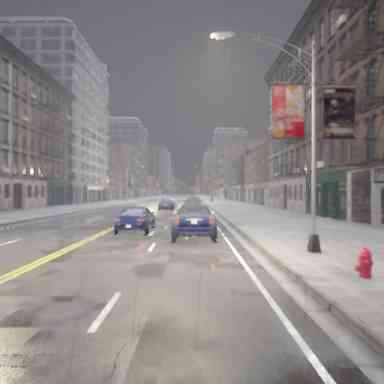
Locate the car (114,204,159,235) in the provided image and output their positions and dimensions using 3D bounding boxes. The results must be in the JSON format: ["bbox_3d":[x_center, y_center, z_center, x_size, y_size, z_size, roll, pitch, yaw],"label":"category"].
[{"bbox_3d":[-3.148,1.520,18.787,1.812,1.442,4.674,0,0,0],"label":"car"}]

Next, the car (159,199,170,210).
[{"bbox_3d":[-3.143,1.554,41.997,1.994,1.385,4.181,0,0,0],"label":"car"}]

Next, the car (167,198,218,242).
[{"bbox_3d":[0.101,1.346,16.594,2.097,1.767,4.553,0,0,0],"label":"car"}]
